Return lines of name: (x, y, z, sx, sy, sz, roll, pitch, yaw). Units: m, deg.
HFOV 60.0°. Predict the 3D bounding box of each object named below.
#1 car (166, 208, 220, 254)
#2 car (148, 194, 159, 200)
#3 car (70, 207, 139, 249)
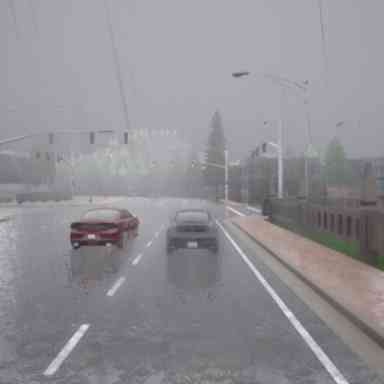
car: (0.041, 1.406, 13.052, 1.837, 1.490, 4.892, 0, 1, 1)
car: (-8.679, 1.031, 74.217, 1.895, 1.301, 4.718, 0, 0, -16)
car: (-3.452, 1.371, 13.950, 1.882, 1.535, 5.008, 0, 0, 0)
